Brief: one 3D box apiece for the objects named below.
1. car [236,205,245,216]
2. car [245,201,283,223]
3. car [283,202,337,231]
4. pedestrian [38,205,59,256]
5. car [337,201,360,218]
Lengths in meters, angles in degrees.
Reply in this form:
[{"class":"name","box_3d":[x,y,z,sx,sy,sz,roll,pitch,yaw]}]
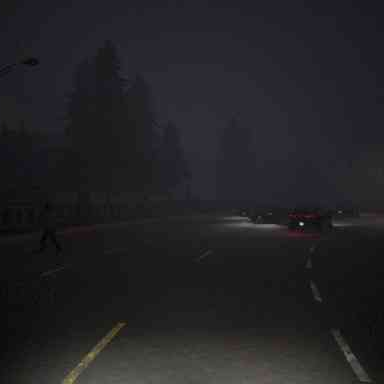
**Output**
[{"class":"car","box_3d":[6.128,1.548,31.720,2.033,1.411,5.357,0,0,35]},{"class":"car","box_3d":[6.082,1.526,25.483,1.812,1.442,4.674,0,0,34]},{"class":"car","box_3d":[7.423,1.506,20.623,1.837,1.490,4.892,0,0,32]},{"class":"pedestrian","box_3d":[-5.087,1.294,11.787,0.375,1.860,0.375,0,0,17]},{"class":"car","box_3d":[14.090,1.525,30.599,1.812,1.442,4.674,0,0,34]}]
